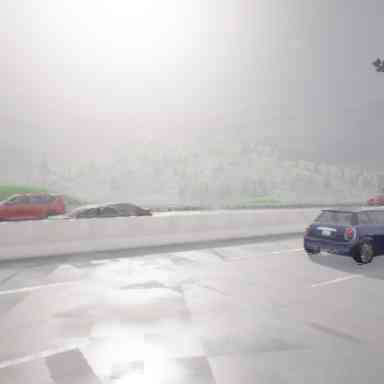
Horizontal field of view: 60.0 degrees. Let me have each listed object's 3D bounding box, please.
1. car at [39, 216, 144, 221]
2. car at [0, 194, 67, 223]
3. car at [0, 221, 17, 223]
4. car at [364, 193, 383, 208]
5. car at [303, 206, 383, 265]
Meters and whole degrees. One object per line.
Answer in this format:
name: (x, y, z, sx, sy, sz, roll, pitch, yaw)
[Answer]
car: (-5.273, 1.458, 17.187, 4.892, 1.490, 1.837, 0, 0, -33)
car: (-12.522, 1.152, 24.991, 5.566, 2.045, 2.150, 0, 0, -34)
car: (-11.062, 1.161, 21.753, 5.566, 2.045, 2.150, 0, 0, -34)
car: (26.437, 1.113, 45.280, 5.566, 2.045, 2.150, 0, 0, -21)
car: (6.106, 1.323, 11.744, 4.553, 1.767, 2.097, 0, 0, -32)
